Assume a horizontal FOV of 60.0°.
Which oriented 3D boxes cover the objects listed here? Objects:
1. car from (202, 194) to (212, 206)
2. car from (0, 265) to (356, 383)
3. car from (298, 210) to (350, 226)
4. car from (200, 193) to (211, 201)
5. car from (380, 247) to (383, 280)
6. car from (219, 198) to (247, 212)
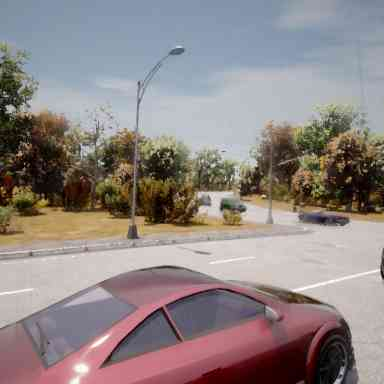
[{"bbox_3d":[2.231,1.730,59.274,1.837,1.490,4.892,2,3,-12],"label":"car"},{"bbox_3d":[-0.028,1.572,3.727,4.181,1.385,1.994,0,0,-36],"label":"car"},{"bbox_3d":[12.163,2.395,30.851,1.895,1.301,4.718,3,-2,-26],"label":"car"},{"bbox_3d":[3.203,1.130,78.692,2.128,1.511,4.902,2,2,-1],"label":"car"},{"bbox_3d":[6.996,1.487,8.778,4.553,1.767,2.097,2,-1,-35],"label":"car"},{"bbox_3d":[5.645,1.880,46.616,2.150,2.045,5.566,3,0,-18],"label":"car"}]
